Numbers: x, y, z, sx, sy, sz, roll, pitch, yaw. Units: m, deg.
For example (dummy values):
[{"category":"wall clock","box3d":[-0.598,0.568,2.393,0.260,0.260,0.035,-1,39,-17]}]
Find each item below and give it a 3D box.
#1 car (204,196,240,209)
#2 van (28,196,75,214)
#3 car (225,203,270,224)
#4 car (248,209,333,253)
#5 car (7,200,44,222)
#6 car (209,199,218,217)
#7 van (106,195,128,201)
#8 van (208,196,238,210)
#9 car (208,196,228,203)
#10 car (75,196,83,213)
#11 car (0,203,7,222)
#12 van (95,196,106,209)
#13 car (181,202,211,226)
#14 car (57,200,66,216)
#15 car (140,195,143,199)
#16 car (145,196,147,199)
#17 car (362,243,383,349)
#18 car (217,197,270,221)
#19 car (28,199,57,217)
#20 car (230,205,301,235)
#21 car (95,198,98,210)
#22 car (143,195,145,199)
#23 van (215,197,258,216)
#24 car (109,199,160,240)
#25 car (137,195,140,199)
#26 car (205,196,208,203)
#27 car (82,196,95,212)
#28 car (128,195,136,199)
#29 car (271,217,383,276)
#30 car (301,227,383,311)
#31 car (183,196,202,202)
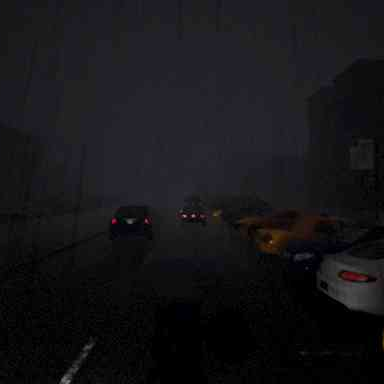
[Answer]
[{"category":"car","box3d":[4.781,1.651,53.315,5.566,2.045,2.435,0,0,0]},{"category":"van","box3d":[-15.681,1.560,36.613,4.442,1.987,1.878,0,0,0]},{"category":"car","box3d":[4.718,1.611,19.964,4.892,1.521,2.231,0,-1,0]},{"category":"car","box3d":[4.896,1.515,11.504,5.366,1.575,1.946,0,-1,0]},{"category":"car","box3d":[-15.968,1.704,28.335,5.366,1.575,1.946,0,-1,0]},{"category":"car","box3d":[4.527,1.730,30.958,5.366,1.575,1.946,0,-1,0]},{"category":"van","box3d":[-15.736,1.725,66.950,4.442,1.987,1.878,0,0,0]},{"category":"van","box3d":[4.627,1.662,50.539,4.442,1.987,1.878,0,0,0]},{"category":"car","box3d":[4.683,1.508,33.744,5.566,2.045,2.435,0,-1,0]},{"category":"car","box3d":[-15.834,1.684,39.369,4.553,1.767,2.185,0,0,0]},{"category":"car","box3d":[-15.741,1.522,22.821,4.553,1.767,2.185,0,-1,0]},{"category":"van","box3d":[-15.939,1.660,50.405,4.442,1.987,1.878,0,0,0]},{"category":"car","box3d":[0.102,1.740,25.441,2.033,1.411,5.357,0,-1,0]},{"category":"car","box3d":[-15.790,1.802,33.851,4.674,1.452,2.002,0,-1,0]},{"category":"car","box3d":[-15.895,2.093,86.242,4.892,1.521,2.231,0,-1,0]},{"category":"car","box3d":[-15.893,2.165,91.754,5.008,1.535,2.097,0,-1,0]},{"category":"car","box3d":[4.896,1.475,3.302,5.366,1.575,1.946,0,0,0]},{"category":"car","box3d":[4.743,1.579,28.303,4.553,1.767,2.185,0,-1,0]},{"category":"car","box3d":[-15.973,1.732,31.095,5.366,1.575,1.946,0,-1,0]},{"category":"car","box3d":[4.716,1.576,17.061,5.008,1.535,2.097,0,-1,0]},{"category":"car","box3d":[-15.783,1.880,44.885,4.792,1.488,2.163,0,0,0]},{"category":"car","box3d":[-15.899,2.128,88.998,4.892,1.521,2.231,0,-1,0]},{"category":"van","box3d":[4.831,1.561,36.643,4.442,1.987,1.878,0,-1,0]},{"category":"car","box3d":[-2.898,1.454,17.686,2.097,1.767,4.553,0,-1,0]},{"category":"car","box3d":[-15.884,2.033,80.731,5.008,1.535,2.097,0,0,0]},{"category":"car","box3d":[4.757,1.602,44.979,5.566,2.045,2.435,0,0,0]},{"category":"car","box3d":[-15.779,1.579,42.129,5.566,2.045,2.435,0,0,0]},{"category":"car","box3d":[-15.834,1.721,72.461,5.566,2.045,2.435,0,0,0]},{"category":"car","box3d":[4.713,1.537,8.734,4.674,1.452,2.002,0,-1,0]},{"category":"car","box3d":[4.708,1.524,6.076,4.674,1.452,2.002,0,0,0]},{"category":"car","box3d":[0.115,1.564,41.604,2.150,2.045,5.566,0,-1,0]}]
